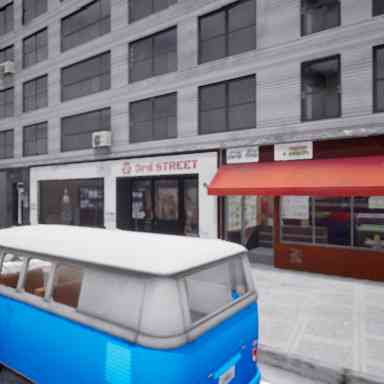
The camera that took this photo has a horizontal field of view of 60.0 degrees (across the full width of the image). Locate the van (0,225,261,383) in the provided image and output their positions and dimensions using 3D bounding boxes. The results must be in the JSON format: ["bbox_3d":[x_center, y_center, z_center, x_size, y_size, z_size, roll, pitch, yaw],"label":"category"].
[{"bbox_3d":[-1.203,1.359,3.943,3.998,1.788,1.690,0,0,36],"label":"van"}]
